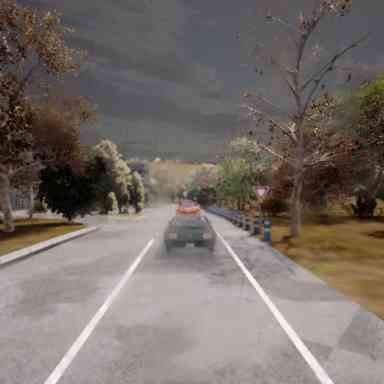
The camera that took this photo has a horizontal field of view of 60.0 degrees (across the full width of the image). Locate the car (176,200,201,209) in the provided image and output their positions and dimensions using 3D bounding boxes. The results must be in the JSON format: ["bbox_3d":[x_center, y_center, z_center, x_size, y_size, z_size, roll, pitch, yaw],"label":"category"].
[{"bbox_3d":[-0.314,1.581,29.642,2.097,1.767,4.553,0,-1,0],"label":"car"}]

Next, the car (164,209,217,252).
[{"bbox_3d":[-0.089,1.580,13.819,1.895,1.301,4.718,0,0,-1],"label":"car"}]

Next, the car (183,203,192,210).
[{"bbox_3d":[-0.936,2.946,68.791,1.837,1.490,4.892,0,-2,-1],"label":"car"}]

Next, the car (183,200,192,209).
[{"bbox_3d":[-1.077,2.933,78.957,2.150,2.045,5.566,0,-2,-1],"label":"car"}]
